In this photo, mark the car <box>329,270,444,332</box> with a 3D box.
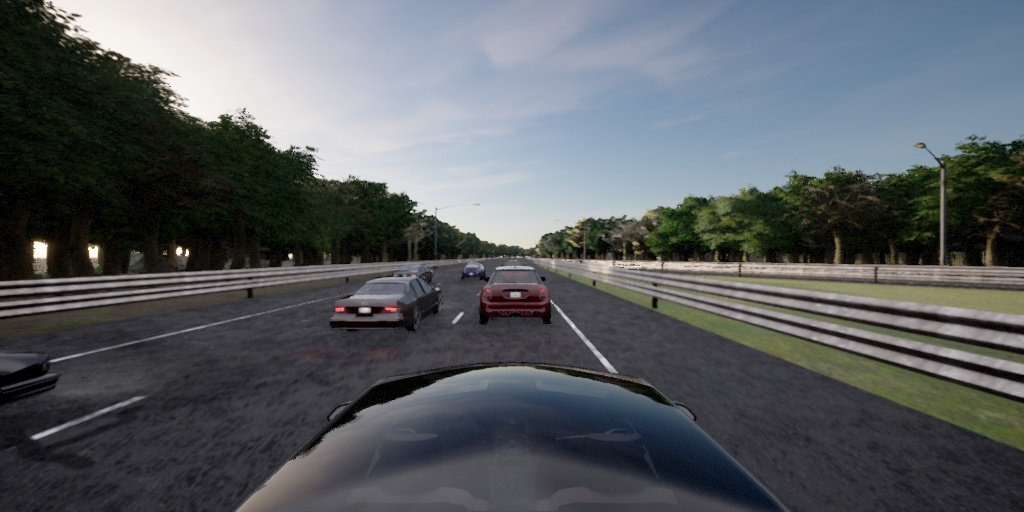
[{"bbox_3d":[-3.401,1.305,10.804,2.033,1.411,5.357,0,0,0],"label":"car"}]

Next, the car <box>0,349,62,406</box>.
[{"bbox_3d":[-6.907,1.298,2.204,2.033,1.411,5.357,0,0,0],"label":"car"}]

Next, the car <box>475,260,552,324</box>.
[{"bbox_3d":[0.099,1.111,12.181,2.097,1.767,4.553,0,0,0],"label":"car"}]

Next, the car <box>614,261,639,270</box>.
[{"bbox_3d":[19.149,1.560,60.427,2.033,1.411,5.357,0,0,-18],"label":"car"}]

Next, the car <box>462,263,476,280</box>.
[{"bbox_3d":[-3.395,1.321,32.206,1.812,1.442,4.674,0,0,0],"label":"car"}]

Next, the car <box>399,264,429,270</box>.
[{"bbox_3d":[-6.904,1.298,25.522,2.033,1.411,5.357,0,0,0],"label":"car"}]
